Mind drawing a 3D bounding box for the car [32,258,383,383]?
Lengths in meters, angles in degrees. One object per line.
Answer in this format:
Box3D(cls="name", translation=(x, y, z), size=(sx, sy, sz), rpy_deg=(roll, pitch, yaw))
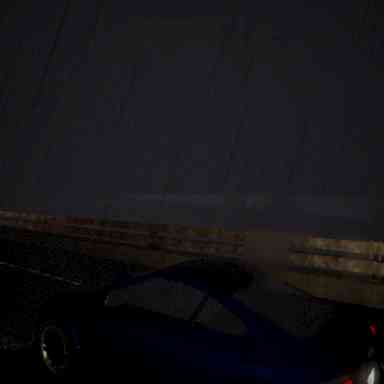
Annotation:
Box3D(cls="car", translation=(-0.073, 1.548, 4.061), size=(4.181, 1.385, 1.994), rpy_deg=(0, 0, 36))
